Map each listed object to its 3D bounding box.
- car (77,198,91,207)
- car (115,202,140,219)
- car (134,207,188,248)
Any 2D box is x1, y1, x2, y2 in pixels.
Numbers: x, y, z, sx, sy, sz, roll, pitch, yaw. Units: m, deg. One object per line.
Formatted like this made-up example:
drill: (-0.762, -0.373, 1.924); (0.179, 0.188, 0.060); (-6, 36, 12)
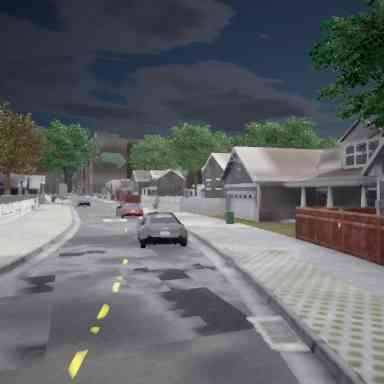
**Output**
car: (-16.255, 1.626, 50.000); (1.895, 1.301, 4.718); (0, 0, -21)
car: (-5.604, 1.560, 29.483); (1.994, 1.385, 4.181); (0, 0, -21)
car: (-1.419, 1.568, 14.852); (1.994, 1.385, 4.181); (0, 0, -11)
